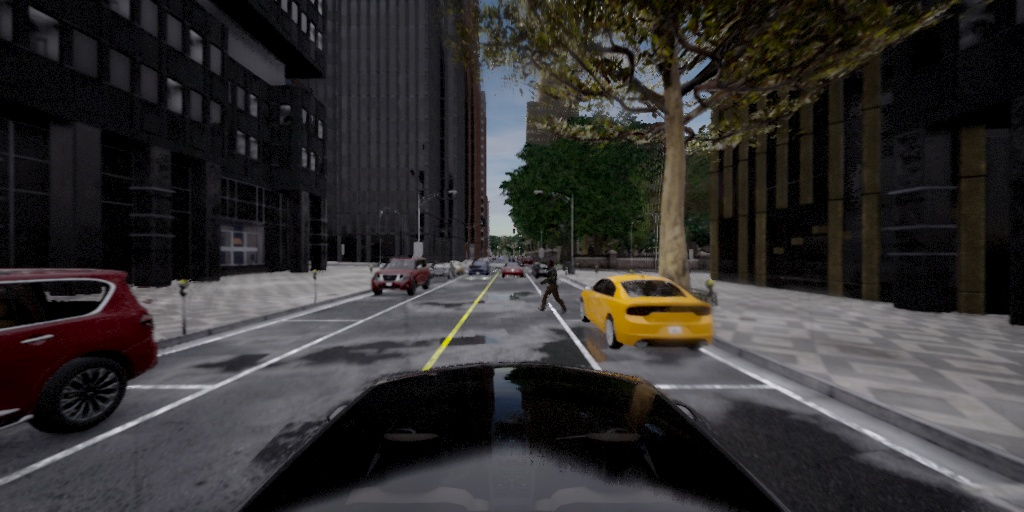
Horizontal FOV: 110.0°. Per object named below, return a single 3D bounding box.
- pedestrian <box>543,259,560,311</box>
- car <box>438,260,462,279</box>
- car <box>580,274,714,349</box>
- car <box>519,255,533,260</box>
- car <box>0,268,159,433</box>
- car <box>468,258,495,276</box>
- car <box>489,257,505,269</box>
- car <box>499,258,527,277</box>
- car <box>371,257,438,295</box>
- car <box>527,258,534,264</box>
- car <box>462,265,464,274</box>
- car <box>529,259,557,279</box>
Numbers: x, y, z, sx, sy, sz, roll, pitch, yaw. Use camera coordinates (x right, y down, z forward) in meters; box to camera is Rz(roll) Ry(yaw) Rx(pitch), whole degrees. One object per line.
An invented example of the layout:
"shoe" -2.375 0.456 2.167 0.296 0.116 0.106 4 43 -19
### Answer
"pedestrian" 1.326 1.001 12.067 0.375 1.860 0.375 0 0 0
"car" -5.767 1.185 30.325 2.007 1.370 4.403 0 0 0
"car" 2.999 1.198 9.063 1.882 1.535 5.008 0 0 0
"car" 2.754 0.834 62.513 2.192 1.841 5.009 0 0 0
"car" -5.763 1.061 2.763 2.192 1.841 5.009 0 0 0
"car" -3.050 1.164 34.806 2.033 1.411 5.357 0 0 0
"car" -2.814 1.157 46.768 1.895 1.301 4.718 0 1 -39
"car" 0.067 1.188 33.059 1.994 1.385 4.181 0 0 0
"car" -5.765 0.993 19.301 2.192 1.841 5.009 0 0 0
"car" 2.758 1.163 35.848 2.007 1.370 4.403 0 0 0
"car" -5.768 1.139 35.668 1.751 1.417 4.829 0 0 0
"car" 2.758 1.200 30.335 1.948 1.339 4.313 0 0 0
